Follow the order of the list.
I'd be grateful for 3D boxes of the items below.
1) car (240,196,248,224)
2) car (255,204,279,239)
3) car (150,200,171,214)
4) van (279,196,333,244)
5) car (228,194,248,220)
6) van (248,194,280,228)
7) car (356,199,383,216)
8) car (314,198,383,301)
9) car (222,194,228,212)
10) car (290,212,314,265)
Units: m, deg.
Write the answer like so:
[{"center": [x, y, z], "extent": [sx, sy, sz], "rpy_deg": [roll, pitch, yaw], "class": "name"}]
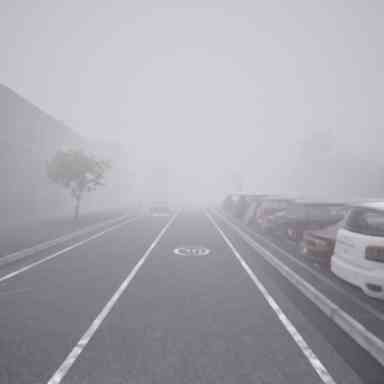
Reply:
[{"center": [5.555, 1.329, 20.429], "extent": [4.553, 1.767, 2.185], "rpy_deg": [0, 0, 0], "class": "car"}, {"center": [5.587, 1.458, 14.821], "extent": [4.892, 1.521, 2.231], "rpy_deg": [0, 0, 0], "class": "car"}, {"center": [-3.265, 1.588, 35.197], "extent": [1.994, 1.385, 4.181], "rpy_deg": [0, 0, 0], "class": "car"}, {"center": [5.714, 1.232, 12.019], "extent": [4.442, 1.987, 1.878], "rpy_deg": [0, 0, 0], "class": "van"}, {"center": [5.613, 1.206, 23.230], "extent": [5.566, 2.045, 2.435], "rpy_deg": [0, 0, 0], "class": "car"}, {"center": [5.473, 1.230, 17.625], "extent": [4.442, 1.987, 1.878], "rpy_deg": [0, 0, 0], "class": "van"}, {"center": [18.667, 1.475, 31.633], "extent": [5.008, 1.535, 2.097], "rpy_deg": [0, 0, 0], "class": "car"}, {"center": [5.635, 1.209, 6.411], "extent": [5.566, 2.045, 2.435], "rpy_deg": [0, 0, 0], "class": "car"}, {"center": [5.611, 1.226, 31.641], "extent": [5.566, 2.045, 2.435], "rpy_deg": [0, 0, 0], "class": "car"}, {"center": [5.597, 1.459, 9.215], "extent": [5.008, 1.535, 2.097], "rpy_deg": [0, 0, 0], "class": "car"}]
